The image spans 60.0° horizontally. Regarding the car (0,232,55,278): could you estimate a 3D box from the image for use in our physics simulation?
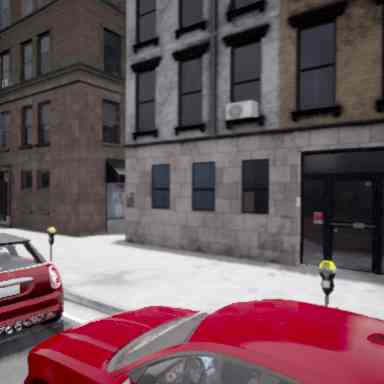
[{"bbox_3d":[-4.094,1.379,5.735,4.097,1.590,1.967,1,0,36],"label":"car"}]

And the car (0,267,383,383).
[{"bbox_3d":[0.529,1.536,2.433,4.507,1.381,1.887,1,0,36],"label":"car"}]
